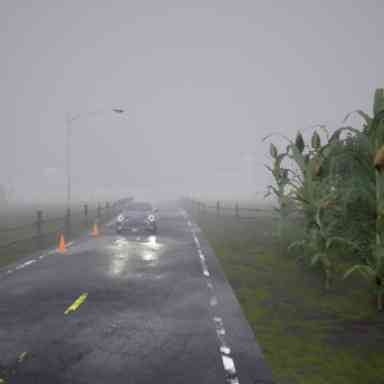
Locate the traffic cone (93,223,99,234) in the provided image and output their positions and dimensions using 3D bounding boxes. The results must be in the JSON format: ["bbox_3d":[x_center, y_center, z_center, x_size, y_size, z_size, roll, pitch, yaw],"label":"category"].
[{"bbox_3d":[-5.115,1.931,17.622,0.340,0.580,0.340,0,0,-2],"label":"traffic cone"}]

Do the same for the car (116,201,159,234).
[{"bbox_3d":[-2.967,1.325,18.841,2.097,1.767,4.553,0,0,-3],"label":"car"}]

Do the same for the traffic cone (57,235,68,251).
[{"bbox_3d":[-4.929,1.939,12.654,0.340,0.580,0.340,0,0,-2],"label":"traffic cone"}]
